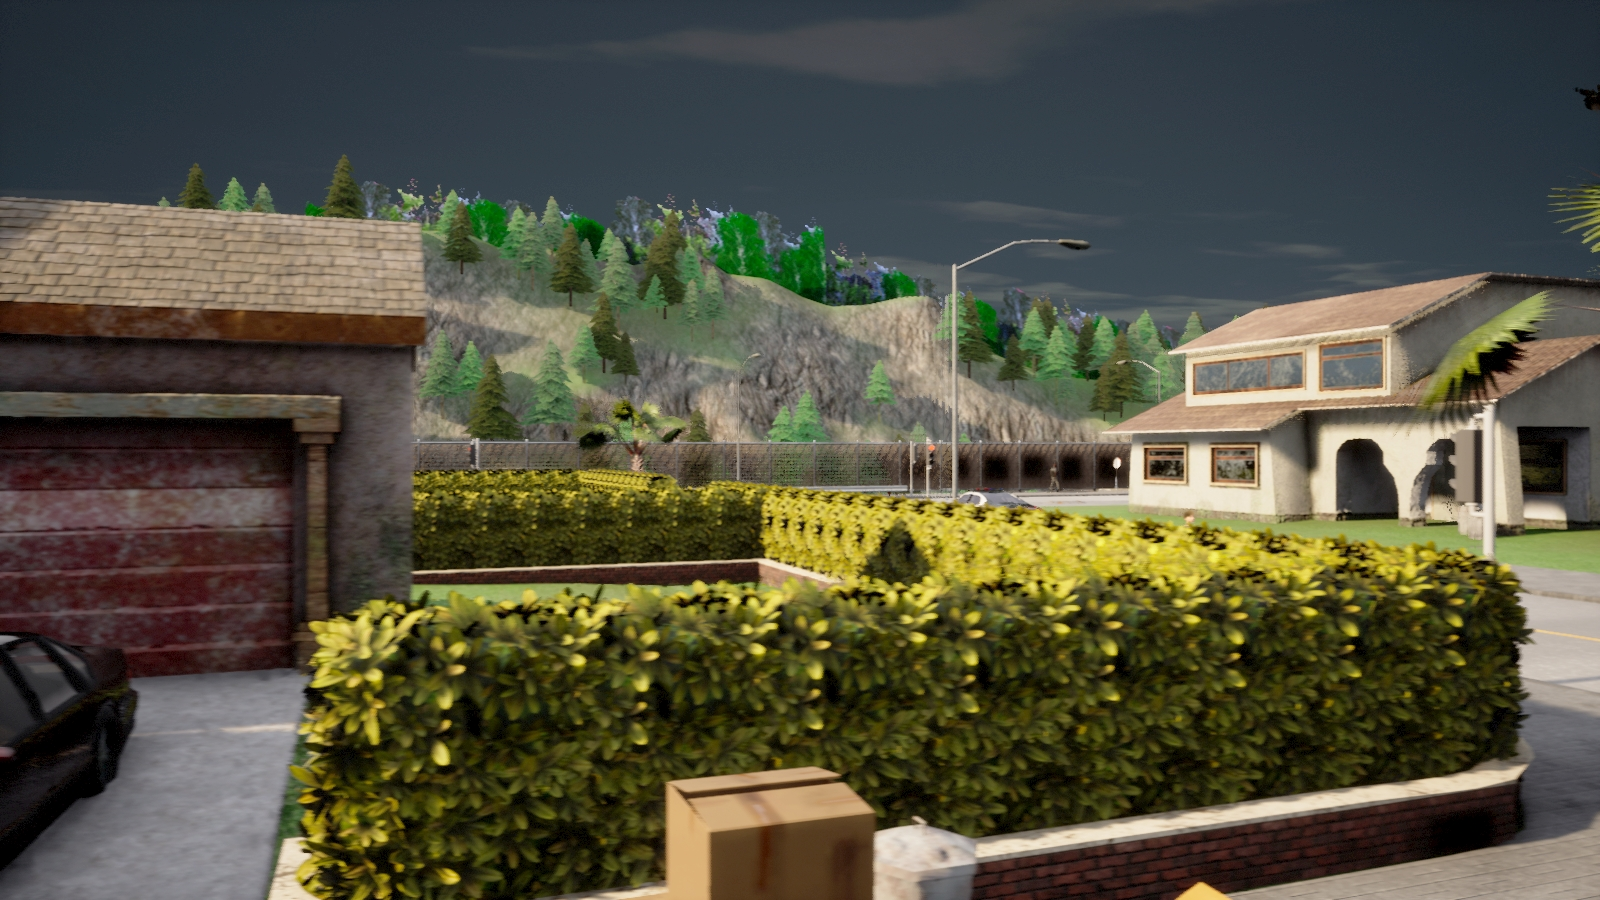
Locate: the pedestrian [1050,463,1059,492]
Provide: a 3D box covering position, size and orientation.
[{"bbox_3d":[15.967,1.719,71.760,0.375,1.860,0.375,0,0,-26],"label":"pedestrian"}]

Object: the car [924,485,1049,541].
[{"bbox_3d":[6.083,2.025,37.881,2.038,1.542,4.974,0,0,-18],"label":"car"}]
